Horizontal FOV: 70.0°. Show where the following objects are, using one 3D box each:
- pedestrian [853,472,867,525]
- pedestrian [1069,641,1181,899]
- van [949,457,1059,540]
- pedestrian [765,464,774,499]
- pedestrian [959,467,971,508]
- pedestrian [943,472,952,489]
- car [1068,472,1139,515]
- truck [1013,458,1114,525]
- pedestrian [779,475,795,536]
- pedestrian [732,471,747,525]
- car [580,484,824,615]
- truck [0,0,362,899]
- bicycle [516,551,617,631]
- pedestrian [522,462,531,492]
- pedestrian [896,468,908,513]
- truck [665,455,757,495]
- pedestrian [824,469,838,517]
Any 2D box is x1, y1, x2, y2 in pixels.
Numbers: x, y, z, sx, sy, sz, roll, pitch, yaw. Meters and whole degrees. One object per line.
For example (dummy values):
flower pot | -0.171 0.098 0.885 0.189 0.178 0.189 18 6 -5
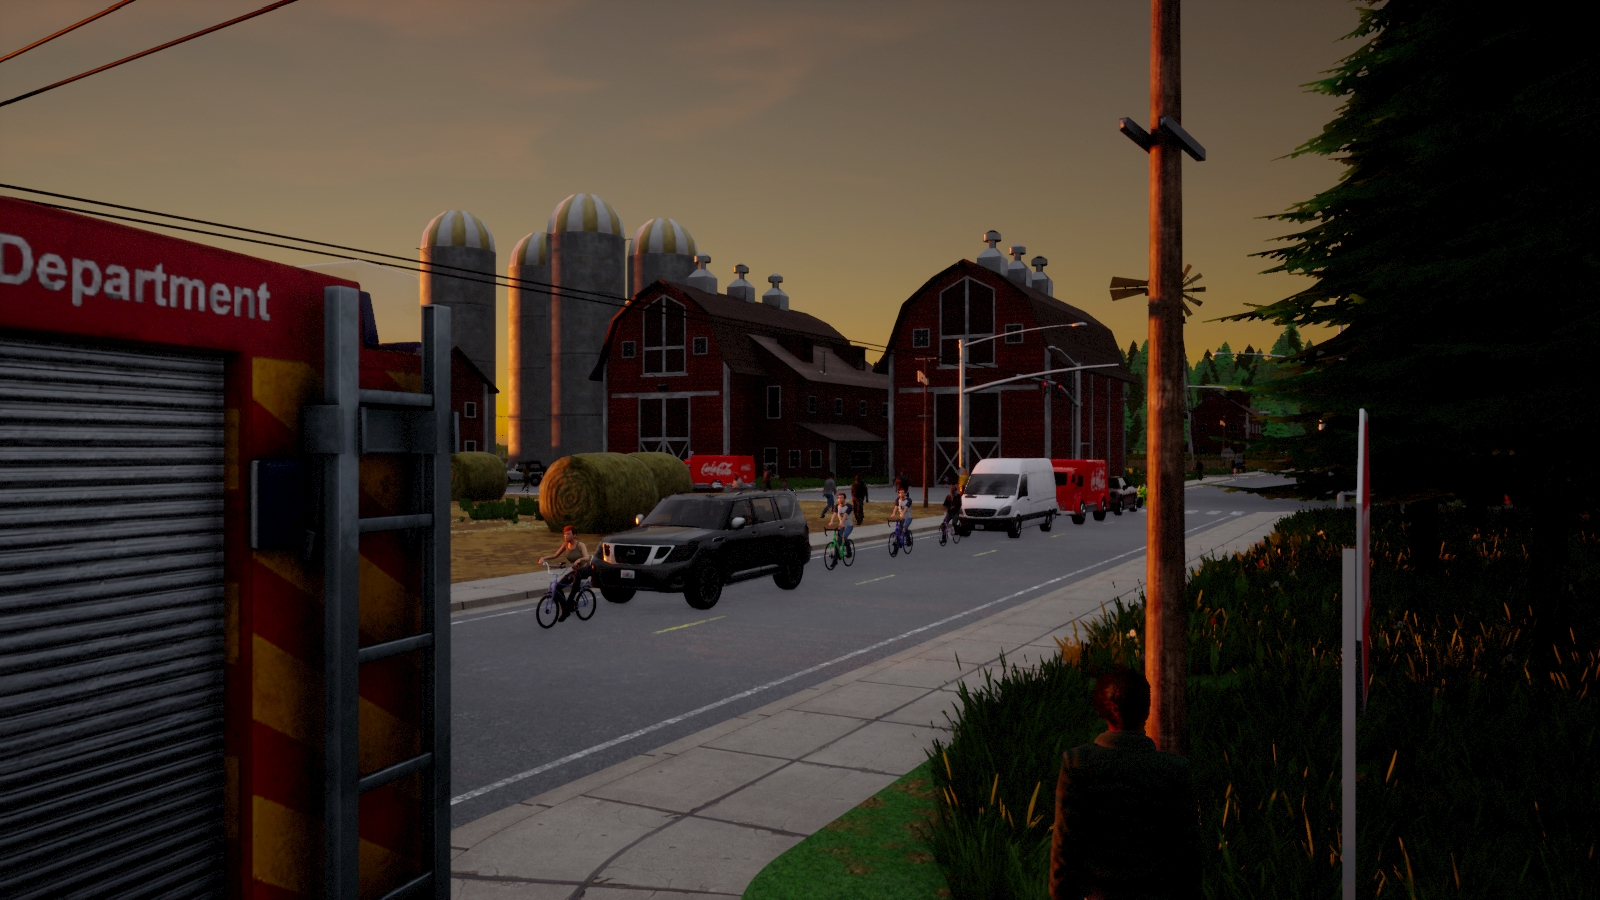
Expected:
pedestrian | 2.098 1.694 40.060 0.375 1.860 0.375 0 0 29
pedestrian | 1.184 1.663 4.154 0.375 1.860 0.375 0 0 17
van | 7.054 1.534 38.932 1.988 2.561 5.915 0 0 28
pedestrian | -1.631 1.670 61.320 0.375 1.860 0.375 0 0 27
pedestrian | 7.408 1.682 51.301 0.375 1.860 0.375 0 0 40
pedestrian | 10.005 2.082 77.579 0.500 1.100 0.500 0 0 27
car | 13.634 1.903 51.212 2.097 1.767 4.553 0 0 28
truck | 10.539 1.568 45.362 2.627 2.467 5.204 0 0 28
pedestrian | -0.409 1.694 35.284 0.375 1.860 0.375 0 0 20
pedestrian | -2.127 1.676 40.130 0.375 1.860 0.375 0 0 41
car | -1.712 1.779 22.405 2.150 2.045 5.566 0 0 27
truck | -5.941 0.867 3.844 8.468 3.827 2.891 0 0 19
bicycle | -3.778 2.256 18.555 0.859 1.080 1.487 0 0 28
pedestrian | -16.958 1.671 70.803 0.375 1.860 0.375 0 0 26
pedestrian | 4.261 1.678 47.803 0.375 1.860 0.375 0 0 28
truck | -5.646 1.541 72.292 5.204 2.467 2.627 0 0 27
pedestrian | 1.201 1.677 44.400 0.375 1.860 0.375 0 0 -34
